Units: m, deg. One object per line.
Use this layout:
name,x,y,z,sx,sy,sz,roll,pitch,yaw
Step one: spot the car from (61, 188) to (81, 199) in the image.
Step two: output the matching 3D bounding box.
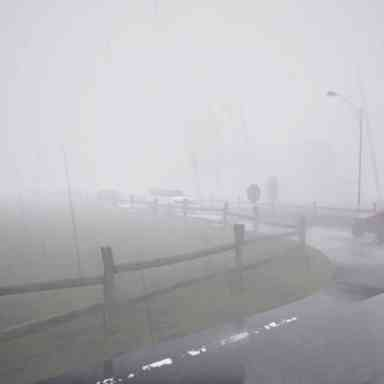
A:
car,-18.391,0.365,50.228,2.033,1.411,5.357,1,1,-35

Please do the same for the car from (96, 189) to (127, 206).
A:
car,-8.895,0.545,36.570,2.097,1.767,4.553,1,1,-35

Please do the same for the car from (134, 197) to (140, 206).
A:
car,-4.496,0.907,35.438,1.895,1.301,4.718,1,1,-35

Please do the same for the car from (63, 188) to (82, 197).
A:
car,-21.513,0.114,59.622,1.882,1.535,5.008,1,0,-35

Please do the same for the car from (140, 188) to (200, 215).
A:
car,-1.665,0.703,26.274,2.150,2.045,5.566,1,1,-35

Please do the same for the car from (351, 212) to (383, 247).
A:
car,8.391,1.412,11.968,1.882,1.535,5.008,0,3,-35
